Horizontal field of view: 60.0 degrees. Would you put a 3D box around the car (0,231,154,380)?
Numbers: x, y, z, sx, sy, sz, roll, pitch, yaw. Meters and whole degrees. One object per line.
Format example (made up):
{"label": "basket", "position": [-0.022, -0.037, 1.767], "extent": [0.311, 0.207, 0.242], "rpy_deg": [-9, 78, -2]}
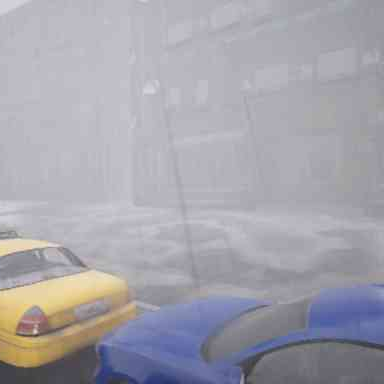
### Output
{"label": "car", "position": [-3.358, 1.440, 5.668], "extent": [5.366, 1.575, 1.946], "rpy_deg": [0, 0, 35]}
